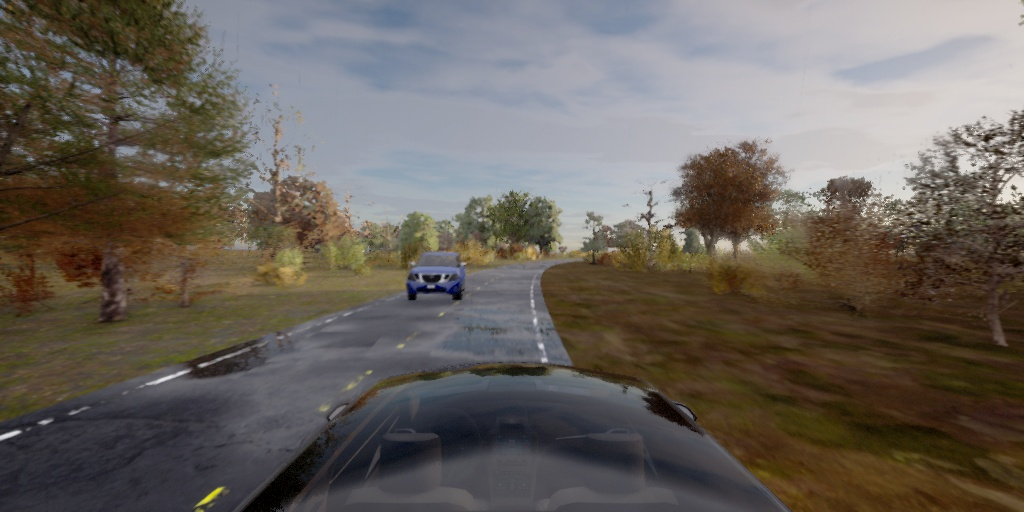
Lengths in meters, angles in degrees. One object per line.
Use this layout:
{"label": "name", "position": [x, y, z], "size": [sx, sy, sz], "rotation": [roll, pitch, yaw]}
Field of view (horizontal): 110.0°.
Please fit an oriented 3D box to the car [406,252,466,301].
{"label": "car", "position": [-3.319, 0.817, 16.577], "size": [2.150, 2.045, 5.566], "rotation": [1, 0, -4]}
